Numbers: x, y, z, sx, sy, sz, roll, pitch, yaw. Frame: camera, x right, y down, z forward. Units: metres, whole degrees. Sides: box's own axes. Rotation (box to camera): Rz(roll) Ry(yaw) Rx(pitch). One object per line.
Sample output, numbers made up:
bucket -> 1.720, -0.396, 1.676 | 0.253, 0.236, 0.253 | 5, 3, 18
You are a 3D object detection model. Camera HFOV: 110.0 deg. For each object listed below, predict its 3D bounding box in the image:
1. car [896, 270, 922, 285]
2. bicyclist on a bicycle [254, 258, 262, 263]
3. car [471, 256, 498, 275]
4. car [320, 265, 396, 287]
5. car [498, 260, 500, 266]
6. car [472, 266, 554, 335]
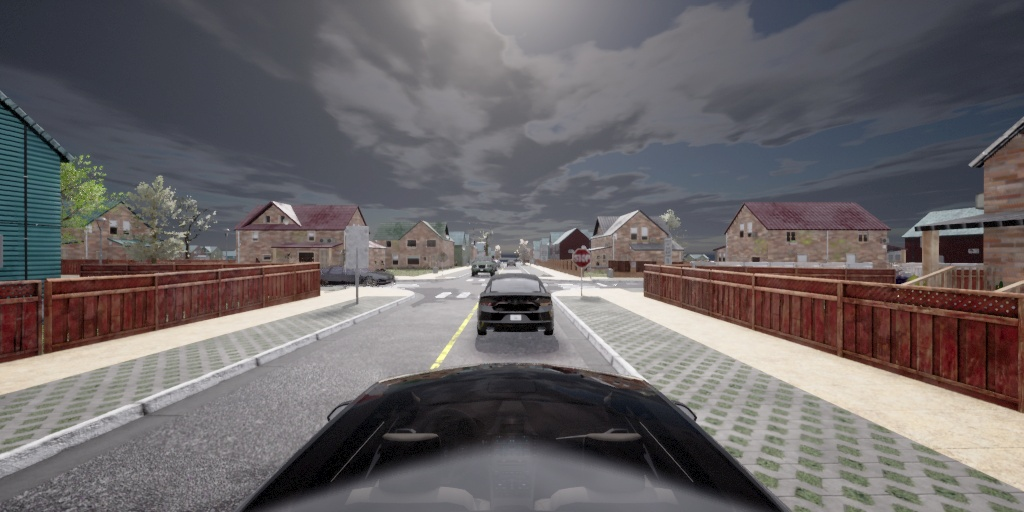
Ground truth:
car -> 24.514, 1.521, 22.904 | 4.718, 1.301, 1.895 | 0, 0, 0
bicyclist on a bicycle -> -20.213, 0.956, 28.553 | 0.582, 1.620, 1.656 | 0, 0, 0
car -> -2.931, 1.021, 37.418 | 2.150, 2.045, 5.566 | 0, 0, 0
car -> -10.237, 1.271, 22.743 | 5.357, 1.411, 2.033 | 0, 0, 0
car -> -2.944, 1.352, 48.937 | 1.837, 1.490, 4.892 | 0, 0, 0
car -> 0.082, 1.228, 10.489 | 1.882, 1.535, 5.008 | 0, 0, 0
